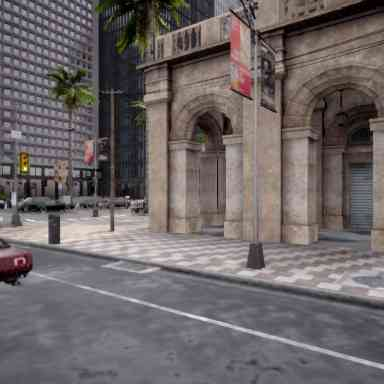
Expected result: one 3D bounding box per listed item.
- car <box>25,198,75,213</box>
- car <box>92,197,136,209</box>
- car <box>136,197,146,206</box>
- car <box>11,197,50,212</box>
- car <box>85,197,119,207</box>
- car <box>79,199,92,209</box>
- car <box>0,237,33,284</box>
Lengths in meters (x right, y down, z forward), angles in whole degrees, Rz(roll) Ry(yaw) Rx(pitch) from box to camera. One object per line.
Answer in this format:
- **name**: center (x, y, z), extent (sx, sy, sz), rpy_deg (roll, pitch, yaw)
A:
- **car**: center (-15.718, 1.613, 37.414), extent (1.895, 1.301, 4.718), rpy_deg (0, 0, 36)
- **car**: center (-10.412, 1.503, 44.768), extent (2.128, 1.511, 4.902), rpy_deg (0, 0, 36)
- **car**: center (-7.466, 1.539, 54.816), extent (1.812, 1.442, 4.674), rpy_deg (0, 0, 36)
- **car**: center (-18.723, 1.365, 39.233), extent (2.097, 1.767, 4.553), rpy_deg (0, 0, 36)
- **car**: center (-13.858, 1.527, 51.259), extent (2.161, 1.482, 4.786), rpy_deg (0, 0, 35)
- **car**: center (-13.184, 1.561, 46.913), extent (2.033, 1.411, 5.357), rpy_deg (0, 0, 36)
- **car**: center (-6.047, 1.604, 8.382), extent (4.718, 1.301, 1.895), rpy_deg (0, 0, 37)
